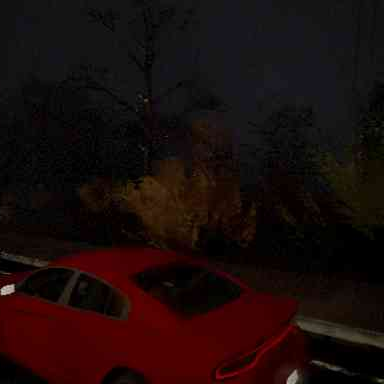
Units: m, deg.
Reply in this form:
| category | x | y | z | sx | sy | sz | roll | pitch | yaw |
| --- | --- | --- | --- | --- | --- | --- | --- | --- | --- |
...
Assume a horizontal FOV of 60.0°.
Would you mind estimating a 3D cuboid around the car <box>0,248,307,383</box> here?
| category | x | y | z | sx | sy | sz | roll | pitch | yaw |
| --- | --- | --- | --- | --- | --- | --- | --- | --- | --- |
| car | -1.130 | 1.497 | 4.378 | 5.008 | 1.535 | 1.882 | 0 | 0 | 36 |
